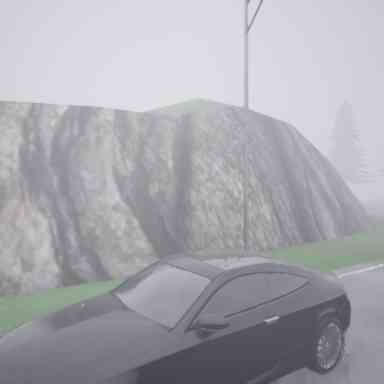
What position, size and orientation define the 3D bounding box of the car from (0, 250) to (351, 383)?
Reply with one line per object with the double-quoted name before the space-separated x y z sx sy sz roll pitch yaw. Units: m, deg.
"car" 0.127 1.525 4.082 4.674 1.442 1.812 0 0 -36
